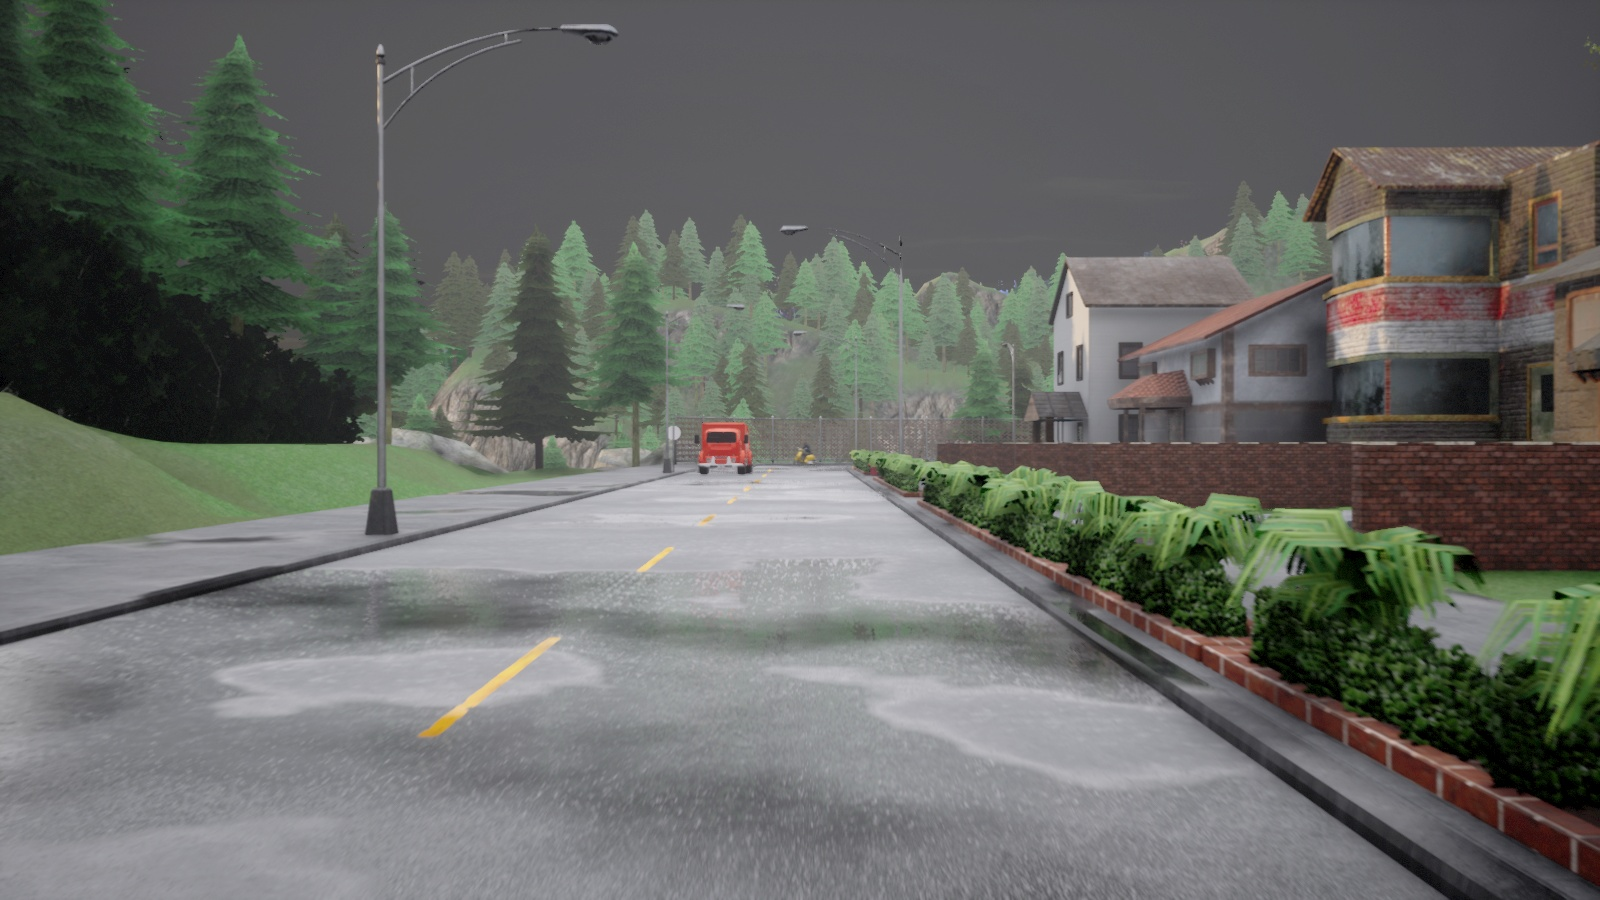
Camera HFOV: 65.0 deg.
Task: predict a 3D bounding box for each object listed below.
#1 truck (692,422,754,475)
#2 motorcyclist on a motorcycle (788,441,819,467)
[{"bbox_3d":[-3.636,-0.082,60.267,2.627,2.467,5.204,0,0,0],"label":"truck"},{"bbox_3d":[0.235,0.246,80.851,1.817,1.590,0.866,0,2,-38],"label":"motorcyclist on a motorcycle"}]
